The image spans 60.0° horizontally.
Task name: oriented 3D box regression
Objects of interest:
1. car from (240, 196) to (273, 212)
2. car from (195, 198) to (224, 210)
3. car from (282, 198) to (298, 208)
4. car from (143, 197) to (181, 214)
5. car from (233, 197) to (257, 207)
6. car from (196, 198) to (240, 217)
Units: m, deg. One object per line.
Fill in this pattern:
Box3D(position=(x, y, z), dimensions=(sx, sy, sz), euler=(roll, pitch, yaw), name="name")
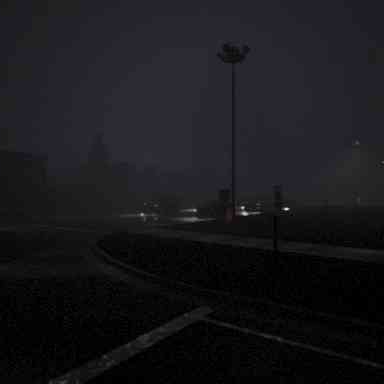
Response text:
Box3D(position=(7.945, 1.343, 39.634), dimensions=(2.097, 1.767, 4.553), euler=(0, 0, 35), name="car")
Box3D(position=(2.383, 1.551, 43.892), dimensions=(1.994, 1.385, 4.181), euler=(0, 0, 35), name="car")
Box3D(position=(13.675, 1.555, 47.817), dimensions=(1.994, 1.385, 4.181), euler=(0, 0, 35), name="car")
Box3D(position=(-3.230, 1.339, 35.858), dimensions=(2.097, 1.767, 4.553), euler=(0, 0, 35), name="car")
Box3D(position=(8.381, 1.492, 52.436), dimensions=(1.837, 1.490, 4.892), euler=(0, 0, 35), name="car")
Box3D(position=(2.317, 1.468, 31.581), dimensions=(1.882, 1.535, 5.008), euler=(0, 0, 35), name="car")
